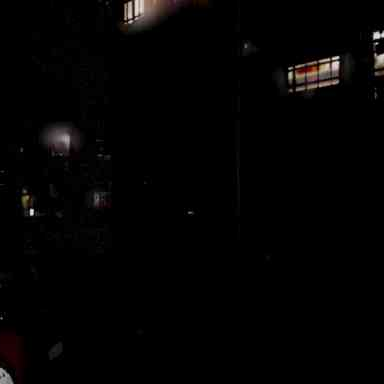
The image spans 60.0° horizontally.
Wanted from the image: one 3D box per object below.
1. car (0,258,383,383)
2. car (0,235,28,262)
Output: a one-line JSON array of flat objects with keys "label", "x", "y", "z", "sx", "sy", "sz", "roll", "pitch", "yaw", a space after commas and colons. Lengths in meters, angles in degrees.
[{"label": "car", "x": -0.107, "y": 1.544, "z": 2.961, "sx": 4.507, "sy": 1.381, "sz": 1.887, "roll": 0, "pitch": 0, "yaw": 35}, {"label": "car", "x": -4.604, "y": 1.435, "z": 6.169, "sx": 4.097, "sy": 1.590, "sz": 1.967, "roll": 0, "pitch": 0, "yaw": 35}]
